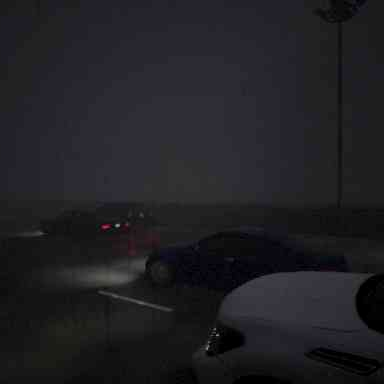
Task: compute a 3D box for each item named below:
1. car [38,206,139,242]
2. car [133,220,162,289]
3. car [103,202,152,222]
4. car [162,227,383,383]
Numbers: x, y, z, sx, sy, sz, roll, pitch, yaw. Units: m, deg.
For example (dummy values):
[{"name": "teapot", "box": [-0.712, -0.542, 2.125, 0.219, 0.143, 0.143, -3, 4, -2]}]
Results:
[{"name": "car", "box": [-5.394, 1.559, 16.438, 5.357, 1.411, 2.033, 0, 0, 35]}, {"name": "car", "box": [1.038, 1.529, 7.551, 4.674, 1.442, 1.812, 0, 0, 35]}, {"name": "car", "box": [-4.609, 1.365, 20.176, 4.553, 1.767, 2.097, 0, 0, 36]}, {"name": "car", "box": [2.660, 1.220, 2.096, 5.566, 2.045, 2.150, 0, 0, 36]}]
